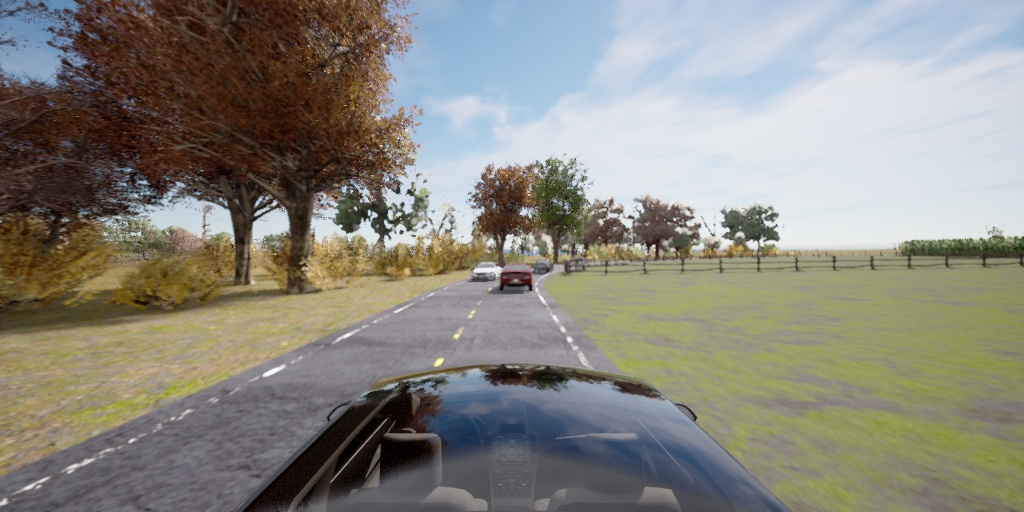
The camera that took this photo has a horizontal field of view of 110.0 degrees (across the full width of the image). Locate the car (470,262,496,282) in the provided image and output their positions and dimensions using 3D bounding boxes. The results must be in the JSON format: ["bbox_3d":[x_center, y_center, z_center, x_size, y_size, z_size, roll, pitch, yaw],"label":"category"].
[{"bbox_3d":[-1.971,1.227,28.680,1.812,1.442,4.674,0,0,8],"label":"car"}]

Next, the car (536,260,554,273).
[{"bbox_3d":[3.697,1.153,41.507,2.128,1.511,4.902,0,0,16],"label":"car"}]

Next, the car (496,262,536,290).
[{"bbox_3d":[0.349,1.198,22.084,1.882,1.535,5.008,0,0,3],"label":"car"}]
